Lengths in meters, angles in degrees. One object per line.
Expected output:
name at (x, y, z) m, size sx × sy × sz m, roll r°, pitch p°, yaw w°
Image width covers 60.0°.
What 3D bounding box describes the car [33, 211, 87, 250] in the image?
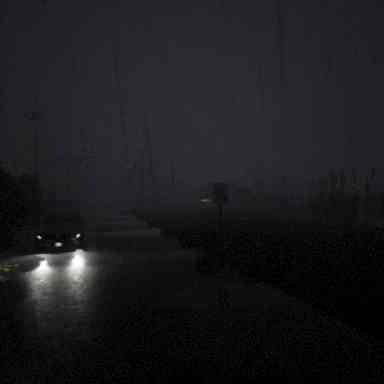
car at (-5.771, 1.581, 14.953) m, size 2.033 × 1.411 × 5.357 m, roll -1°, pitch 0°, yaw -18°
